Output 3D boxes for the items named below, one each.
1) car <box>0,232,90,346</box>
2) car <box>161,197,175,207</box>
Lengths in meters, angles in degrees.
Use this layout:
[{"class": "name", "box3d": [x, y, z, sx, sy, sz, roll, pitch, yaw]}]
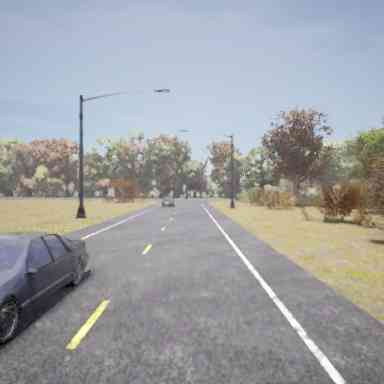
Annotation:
[{"class": "car", "box3d": [-3.601, 1.545, 6.561, 2.033, 1.411, 5.357, 0, 0, 0]}, {"class": "car", "box3d": [-3.561, 1.443, 49.768, 2.128, 1.511, 4.902, 0, 0, 0]}]
